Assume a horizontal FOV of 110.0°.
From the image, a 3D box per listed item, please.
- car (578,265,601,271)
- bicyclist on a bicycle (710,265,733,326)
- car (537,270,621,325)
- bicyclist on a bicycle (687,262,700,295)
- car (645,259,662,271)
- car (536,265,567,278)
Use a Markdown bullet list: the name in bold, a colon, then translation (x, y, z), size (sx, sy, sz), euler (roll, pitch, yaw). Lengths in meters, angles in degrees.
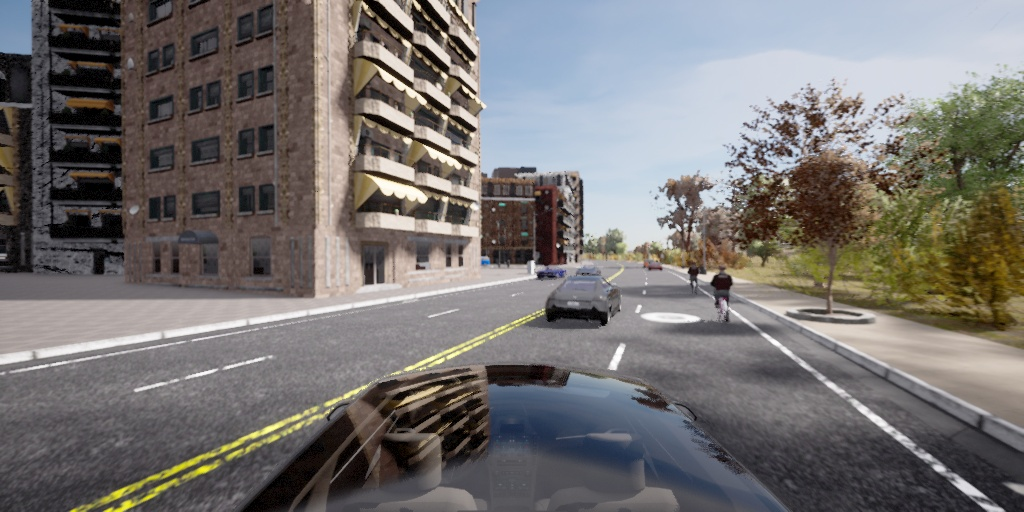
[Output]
- **car**: translation (7.122, 1.484, 33.202), size (1.994, 1.385, 4.181), euler (0, 0, 21)
- **bicyclist on a bicycle**: translation (6.385, 1.156, 10.945), size (0.659, 1.776, 1.843), euler (0, 0, 22)
- **car**: translation (2.560, 1.370, 12.295), size (1.994, 1.385, 4.181), euler (0, 0, 22)
- **bicyclist on a bicycle**: translation (9.790, 1.197, 19.356), size (0.659, 1.776, 1.843), euler (0, 0, 22)
- **car**: translation (22.498, 1.561, 56.497), size (1.994, 1.385, 4.181), euler (0, -1, 18)
- **car**: translation (3.737, 1.534, 33.422), size (1.895, 1.301, 4.718), euler (0, 0, 21)
